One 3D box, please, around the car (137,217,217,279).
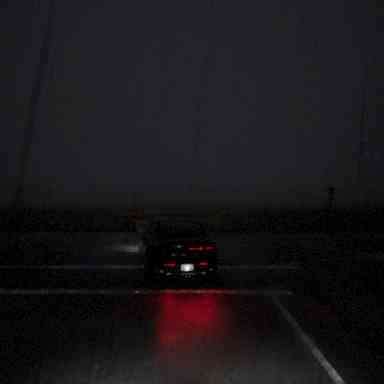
[{"bbox_3d":[-0.576,1.530,10.231,1.837,1.490,4.892,1,0,-11],"label":"car"}]
